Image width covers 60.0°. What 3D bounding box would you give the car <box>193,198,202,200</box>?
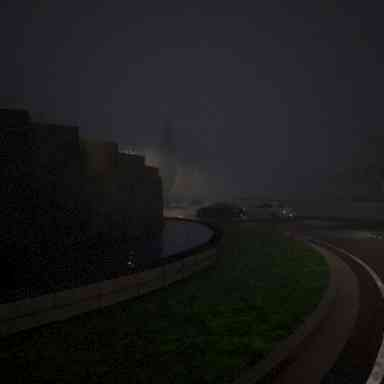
[{"bbox_3d":[1.175,1.914,66.755,1.882,1.535,5.008,-1,0,12],"label":"car"}]

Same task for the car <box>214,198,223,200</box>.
[{"bbox_3d":[5.687,1.918,71.750,1.812,1.442,4.674,-1,0,12],"label":"car"}]

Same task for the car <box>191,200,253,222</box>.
[{"bbox_3d":[2.384,1.661,28.062,2.128,1.511,4.902,0,0,-39],"label":"car"}]

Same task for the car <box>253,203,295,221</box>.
[{"bbox_3d":[6.557,1.660,28.400,1.812,1.442,4.674,0,-1,-36],"label":"car"}]
